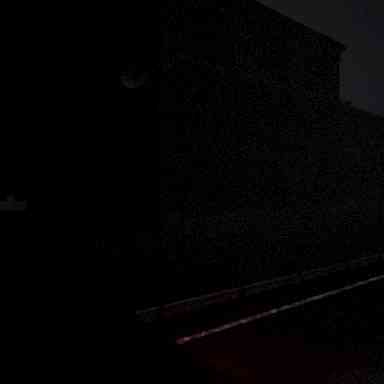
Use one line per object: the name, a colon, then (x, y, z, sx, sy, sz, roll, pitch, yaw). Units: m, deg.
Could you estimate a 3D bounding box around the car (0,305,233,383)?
car: (-2.078, 1.606, 1.904, 4.718, 1.301, 1.895, 0, 0, -35)
